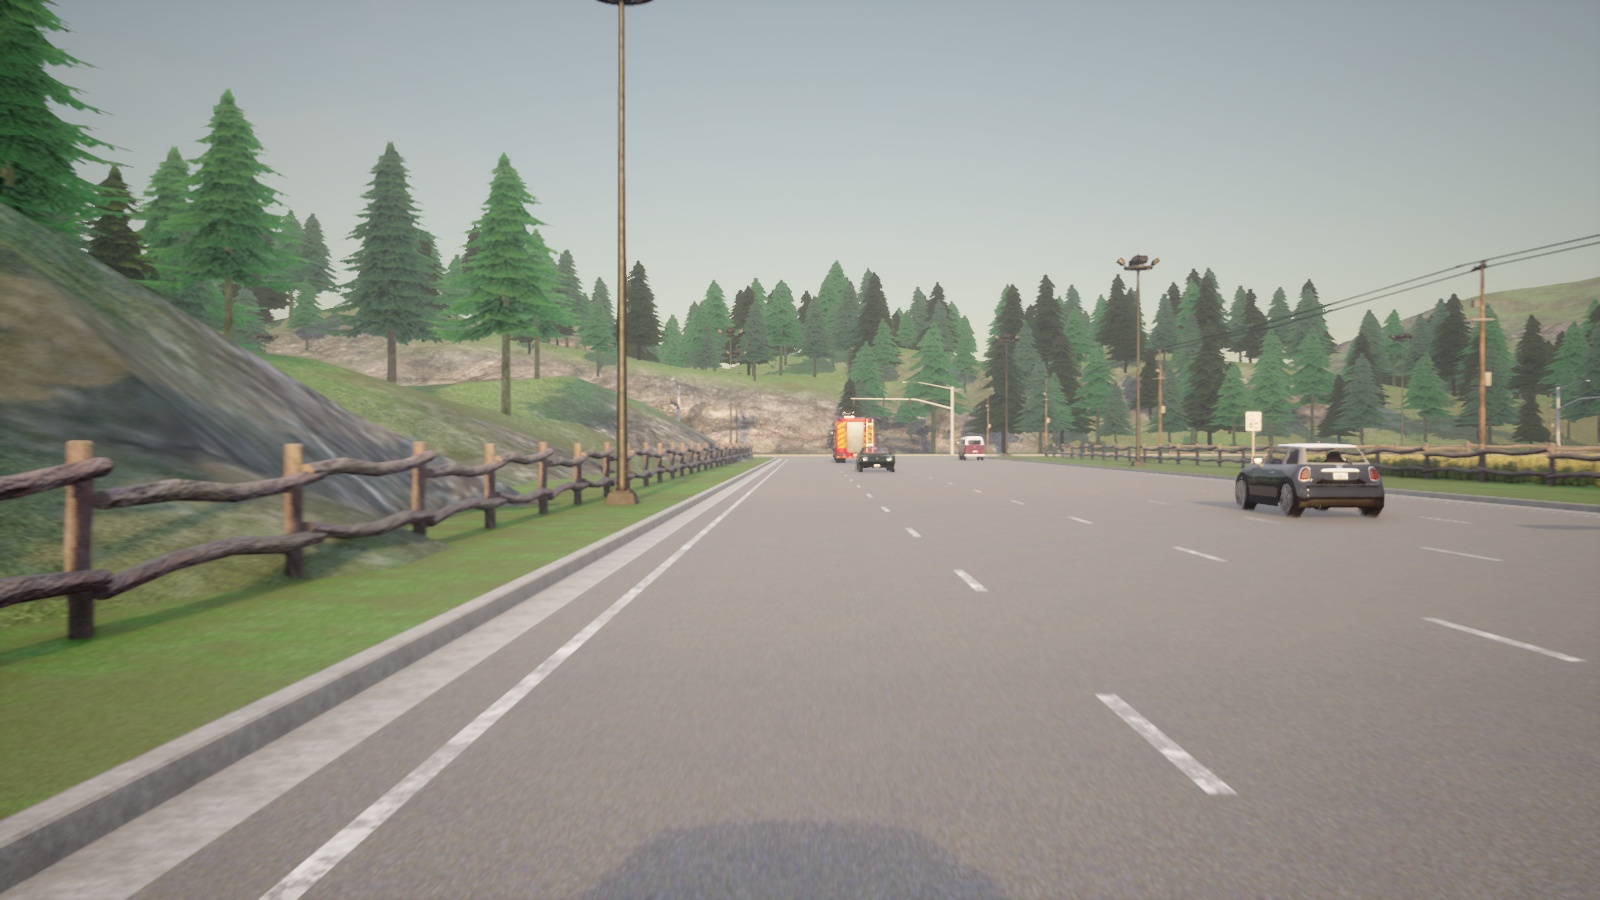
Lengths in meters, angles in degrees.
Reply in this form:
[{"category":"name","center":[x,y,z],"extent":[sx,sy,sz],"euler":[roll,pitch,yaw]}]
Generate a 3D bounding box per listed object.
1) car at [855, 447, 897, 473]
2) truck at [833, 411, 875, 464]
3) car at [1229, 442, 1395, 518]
[{"category":"car","center":[3.885,0.493,64.952],"extent":[1.895,1.301,4.718],"euler":[0,0,0]},{"category":"truck","center":[4.063,-0.942,96.042],"extent":[2.891,3.827,8.468],"euler":[0,0,0]},{"category":"car","center":[10.666,0.575,26.472],"extent":[1.970,1.475,3.806],"euler":[0,0,0]}]
